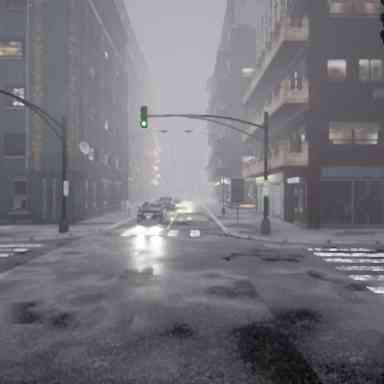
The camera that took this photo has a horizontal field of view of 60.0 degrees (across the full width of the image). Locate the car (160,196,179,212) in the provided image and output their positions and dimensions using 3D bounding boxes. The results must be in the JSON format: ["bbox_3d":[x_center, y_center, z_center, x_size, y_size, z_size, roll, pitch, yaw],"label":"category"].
[{"bbox_3d":[-2.998,1.271,38.274,2.097,1.767,4.553,0,0,0],"label":"car"}]

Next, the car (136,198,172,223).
[{"bbox_3d":[-2.946,1.432,24.887,2.128,1.511,4.902,0,0,0],"label":"car"}]

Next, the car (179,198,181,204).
[{"bbox_3d":[-3.010,1.460,58.272,1.994,1.385,4.181,0,0,0],"label":"car"}]
